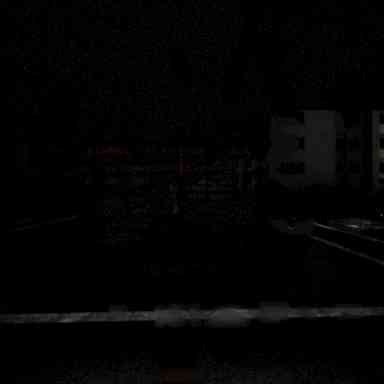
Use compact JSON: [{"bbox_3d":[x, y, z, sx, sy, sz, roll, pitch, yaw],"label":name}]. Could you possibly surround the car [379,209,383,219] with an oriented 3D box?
[{"bbox_3d":[16.638,1.489,24.884,4.892,1.490,1.837,0,0,1],"label":"car"}]
